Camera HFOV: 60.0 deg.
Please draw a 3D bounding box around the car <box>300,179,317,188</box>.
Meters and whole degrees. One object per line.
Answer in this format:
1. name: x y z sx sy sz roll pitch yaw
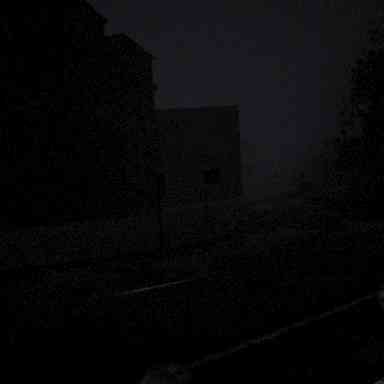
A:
1. car: 19.968 -1.489 57.284 1.882 1.535 5.008 -3 1 4
